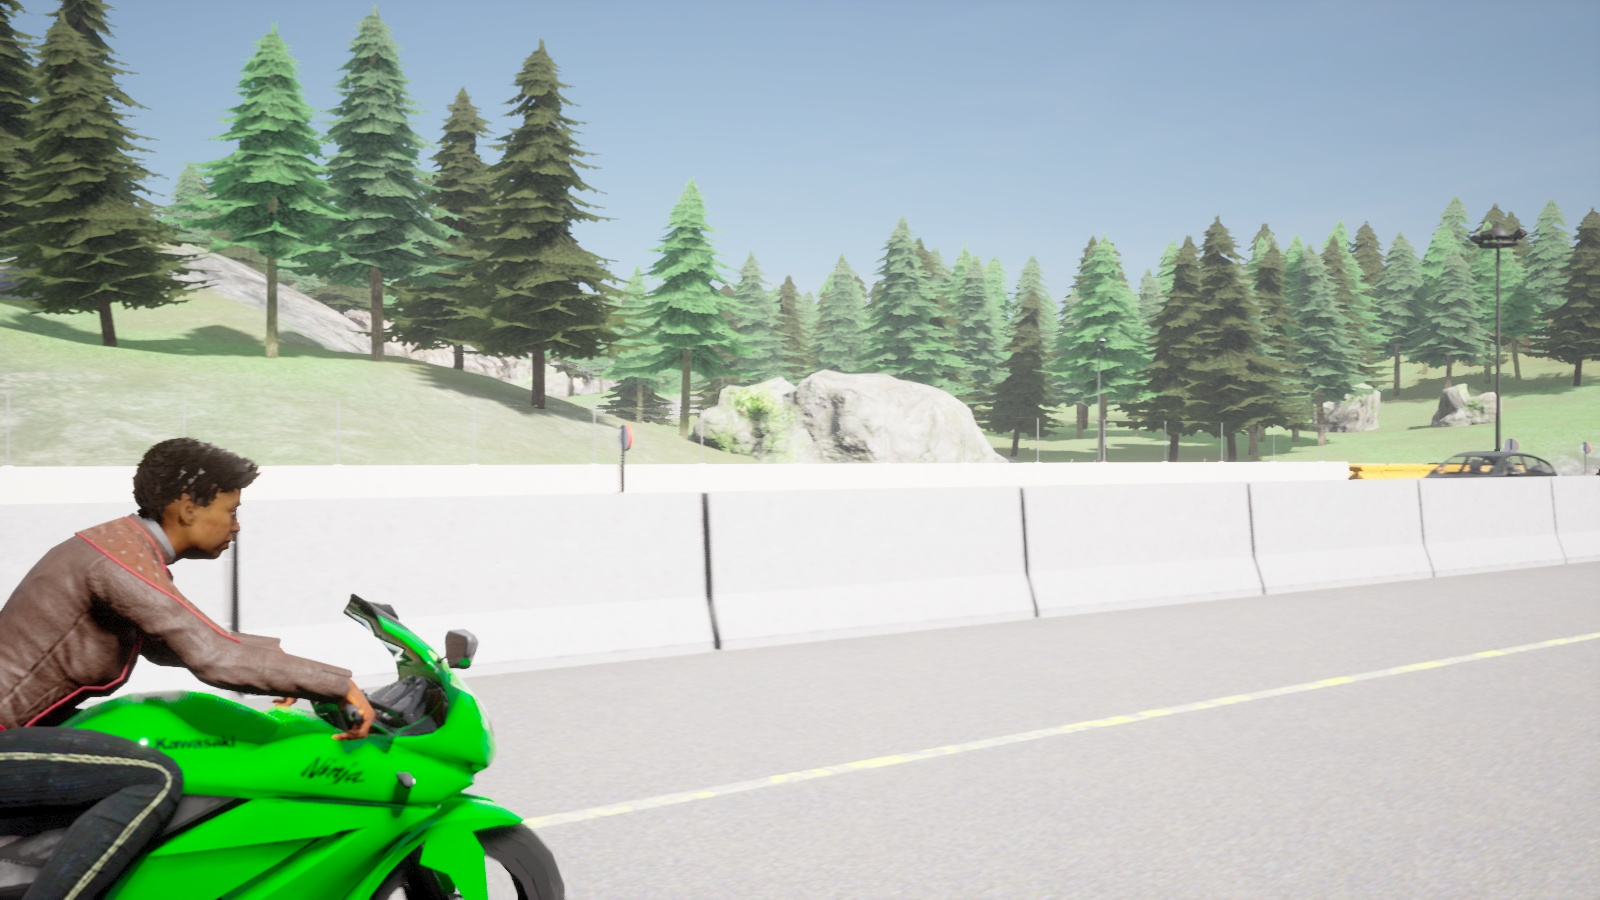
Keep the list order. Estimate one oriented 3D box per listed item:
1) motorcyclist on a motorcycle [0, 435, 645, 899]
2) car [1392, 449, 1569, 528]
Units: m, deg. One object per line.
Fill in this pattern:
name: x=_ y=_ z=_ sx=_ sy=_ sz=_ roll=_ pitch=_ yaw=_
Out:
motorcyclist on a motorcycle: x=-1.428 y=0.736 z=2.665 sx=2.044 sy=1.523 sz=0.797 roll=0 pitch=0 yaw=-35
car: x=14.343 y=0.757 z=26.435 sx=3.705 sy=1.549 sz=1.789 roll=0 pitch=0 yaw=-35
